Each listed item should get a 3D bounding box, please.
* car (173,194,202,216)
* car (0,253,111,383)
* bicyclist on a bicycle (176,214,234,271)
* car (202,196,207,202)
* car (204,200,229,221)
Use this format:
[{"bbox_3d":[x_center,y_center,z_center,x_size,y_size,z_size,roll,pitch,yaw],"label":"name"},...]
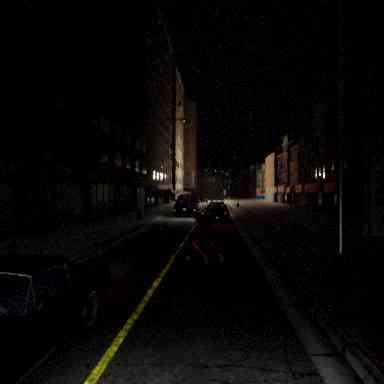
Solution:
[{"bbox_3d":[-0.463,1.225,32.578,2.150,2.045,5.566,0,0,5],"label":"car"},{"bbox_3d":[-2.651,1.600,4.265,1.895,1.301,4.718,0,0,4],"label":"car"},{"bbox_3d":[0.355,1.438,9.398,1.656,1.620,0.582,-1,0,4],"label":"bicyclist on a bicycle"},{"bbox_3d":[2.320,1.562,68.636,1.837,1.490,4.892,0,0,4],"label":"car"},{"bbox_3d":[2.013,1.602,26.738,1.895,1.301,4.718,0,0,5],"label":"car"}]
